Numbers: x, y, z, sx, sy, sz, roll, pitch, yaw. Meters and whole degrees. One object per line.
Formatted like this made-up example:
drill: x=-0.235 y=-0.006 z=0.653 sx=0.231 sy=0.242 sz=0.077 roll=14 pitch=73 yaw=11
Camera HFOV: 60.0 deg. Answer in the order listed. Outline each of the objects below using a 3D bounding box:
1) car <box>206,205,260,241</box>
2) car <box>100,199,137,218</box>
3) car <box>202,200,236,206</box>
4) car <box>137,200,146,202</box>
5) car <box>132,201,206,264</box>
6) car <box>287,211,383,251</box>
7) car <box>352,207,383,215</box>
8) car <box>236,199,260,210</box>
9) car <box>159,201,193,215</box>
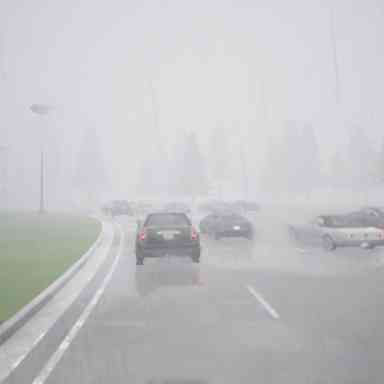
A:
car: x=1.675 y=1.627 z=17.307 sx=1.994 sy=1.385 sz=4.181 roll=0 pitch=0 yaw=-11
car: x=-7.583 y=1.557 z=33.157 sx=2.097 sy=1.767 sz=4.553 roll=-1 pitch=0 yaw=-31
car: x=2.392 y=1.636 z=37.140 sx=2.128 sy=1.511 sz=4.902 roll=0 pitch=0 yaw=-27
car: x=-6.233 y=1.691 z=37.430 sx=1.882 sy=1.535 sz=5.008 roll=1 pitch=-1 yaw=-36
car: x=-1.025 y=1.415 z=12.430 sx=2.097 sy=1.767 sz=4.553 roll=0 pitch=0 yaw=-8
car: x=5.858 y=1.618 z=14.158 sx=1.895 sy=1.301 sz=4.718 roll=0 pitch=0 yaw=-9
car: x=8.934 y=1.495 z=16.598 sx=2.128 sy=1.511 sz=4.902 roll=0 pitch=0 yaw=-10
car: x=5.764 y=1.601 z=38.378 sx=1.882 sy=1.535 sz=5.008 roll=0 pitch=-1 yaw=-27
car: x=-1.846 y=1.741 z=37.043 sx=1.994 sy=1.385 sz=4.181 roll=0 pitch=0 yaw=-32
